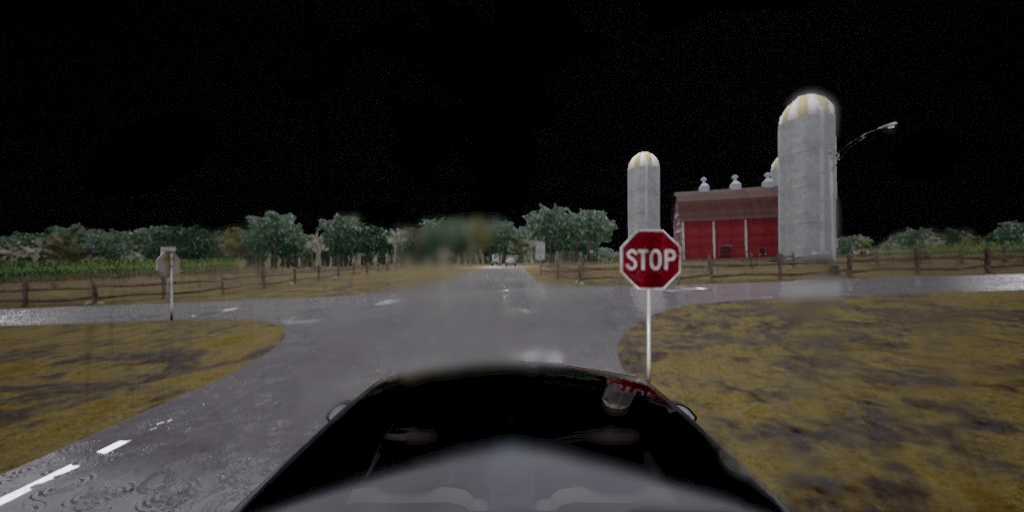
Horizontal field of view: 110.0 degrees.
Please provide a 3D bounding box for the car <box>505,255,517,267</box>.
[{"bbox_3d":[-0.194,1.062,61.057,2.128,1.511,4.902,0,0,0],"label":"car"}]
